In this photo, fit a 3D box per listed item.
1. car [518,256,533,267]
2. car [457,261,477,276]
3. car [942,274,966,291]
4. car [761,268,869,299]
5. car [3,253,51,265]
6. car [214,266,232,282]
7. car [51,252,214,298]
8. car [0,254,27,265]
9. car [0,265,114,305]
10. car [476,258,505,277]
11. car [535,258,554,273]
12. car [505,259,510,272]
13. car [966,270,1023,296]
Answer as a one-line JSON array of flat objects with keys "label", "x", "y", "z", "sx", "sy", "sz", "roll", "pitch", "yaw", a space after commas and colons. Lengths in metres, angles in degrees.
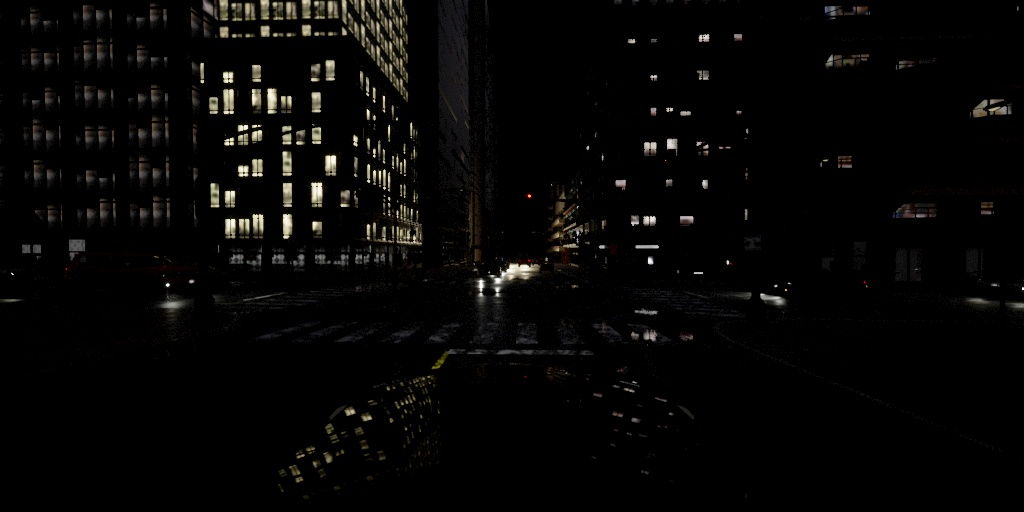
[{"label": "car", "x": 2.208, "y": 0.957, "z": 63.500, "sx": 2.150, "sy": 2.045, "sz": 5.566, "roll": 0, "pitch": 0, "yaw": 2}, {"label": "car", "x": -4.505, "y": 1.266, "z": 36.856, "sx": 1.751, "sy": 1.417, "sz": 4.829, "roll": 0, "pitch": 0, "yaw": 2}, {"label": "car", "x": 28.028, "y": 1.462, "z": 20.921, "sx": 4.507, "sy": 1.381, "sz": 1.888, "roll": 0, "pitch": 0, "yaw": 3}, {"label": "car", "x": 15.981, "y": 1.425, "z": 18.905, "sx": 4.181, "sy": 1.385, "sz": 1.994, "roll": 0, "pitch": 1, "yaw": 3}, {"label": "car", "x": -32.893, "y": 0.713, "z": 23.886, "sx": 5.009, "sy": 1.841, "sz": 2.192, "roll": 0, "pitch": 0, "yaw": 3}, {"label": "car", "x": -20.961, "y": 1.030, "z": 23.269, "sx": 4.829, "sy": 1.417, "sz": 1.751, "roll": 0, "pitch": 0, "yaw": 3}, {"label": "car", "x": -18.152, "y": 0.847, "z": 17.356, "sx": 5.566, "sy": 2.045, "sz": 2.150, "roll": 1, "pitch": 1, "yaw": 3}, {"label": "car", "x": -27.860, "y": 0.893, "z": 17.830, "sx": 4.553, "sy": 1.767, "sz": 2.097, "roll": 0, "pitch": 1, "yaw": 3}, {"label": "car", "x": -19.869, "y": 1.205, "z": 14.893, "sx": 4.403, "sy": 1.370, "sz": 2.007, "roll": 0, "pitch": 0, "yaw": 3}, {"label": "car", "x": -1.984, "y": 1.246, "z": 34.753, "sx": 1.837, "sy": 1.490, "sz": 4.892, "roll": 0, "pitch": 0, "yaw": 2}, {"label": "car", "x": 4.071, "y": 1.290, "z": 42.388, "sx": 2.007, "sy": 1.370, "sz": 4.403, "roll": 0, "pitch": 0, "yaw": 2}, {"label": "car", "x": -1.636, "y": 1.303, "z": 44.650, "sx": 1.994, "sy": 1.385, "sz": 4.181, "roll": 0, "pitch": 0, "yaw": 2}, {"label": "car", "x": 27.629, "y": 1.180, "z": 18.331, "sx": 5.566, "sy": 2.045, "sz": 2.150, "roll": 1, "pitch": 1, "yaw": 3}]
